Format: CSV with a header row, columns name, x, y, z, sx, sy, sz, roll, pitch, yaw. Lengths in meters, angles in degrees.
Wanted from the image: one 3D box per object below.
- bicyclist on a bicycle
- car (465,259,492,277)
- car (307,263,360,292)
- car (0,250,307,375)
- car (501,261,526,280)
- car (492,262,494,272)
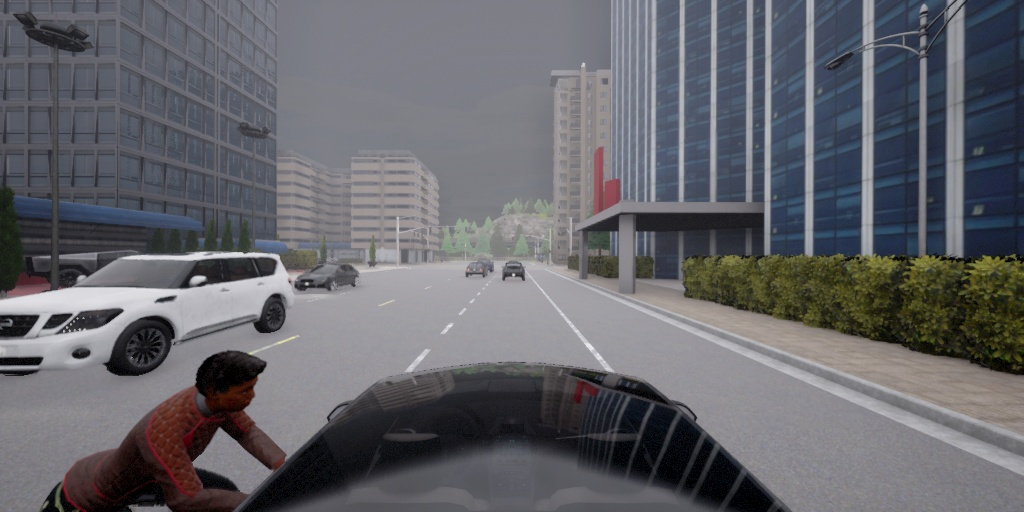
name,x,y,z,sx,sy,sz,roll,pitch,yaw
bicyclist on a bicycle,-1.392,1.240,1.627,1.656,1.620,0.582,-1,7,-10
car,-3.367,1.286,34.746,2.033,1.411,5.357,0,0,0
car,-10.567,1.203,20.916,1.837,1.490,4.892,0,0,0
car,-7.134,0.929,7.698,2.150,2.045,5.566,0,1,-1
car,0.137,1.260,30.973,1.837,1.490,4.892,0,0,0
car,-3.353,1.093,44.285,2.097,1.767,4.553,0,0,1
